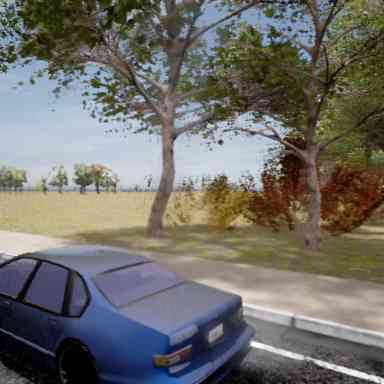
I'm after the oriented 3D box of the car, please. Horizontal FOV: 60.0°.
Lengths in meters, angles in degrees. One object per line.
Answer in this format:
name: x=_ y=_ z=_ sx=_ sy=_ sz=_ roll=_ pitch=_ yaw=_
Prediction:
car: x=-1.814 y=1.543 z=4.971 sx=5.357 sy=1.411 sz=2.033 roll=0 pitch=0 yaw=35
